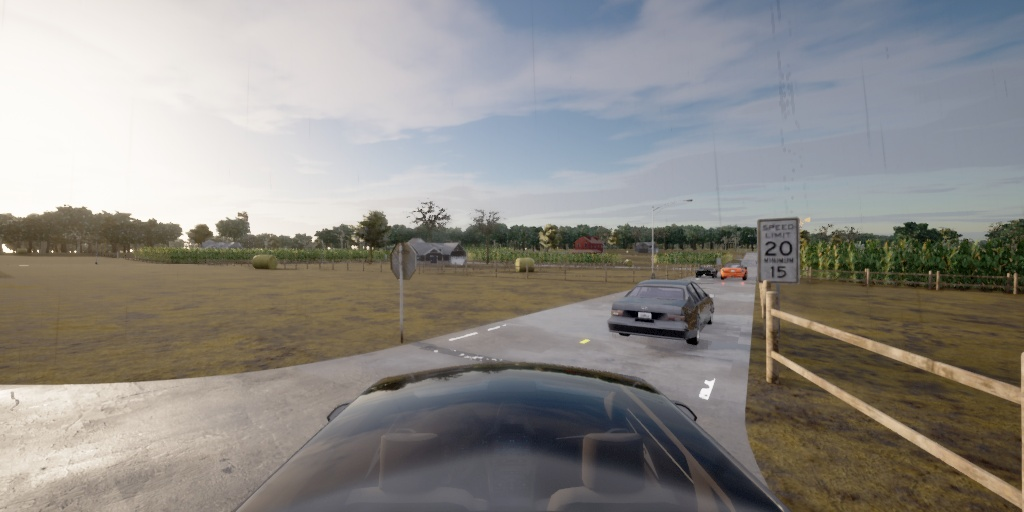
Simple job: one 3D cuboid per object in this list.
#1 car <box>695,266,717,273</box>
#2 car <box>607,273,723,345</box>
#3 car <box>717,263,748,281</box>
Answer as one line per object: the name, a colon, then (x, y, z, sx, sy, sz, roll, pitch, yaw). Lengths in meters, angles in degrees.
car: (21.912, 1.794, 40.374, 1.895, 1.301, 4.718, 0, -1, 34)
car: (4.280, 1.339, 9.802, 2.033, 1.411, 5.357, 0, 0, 34)
car: (22.291, 1.477, 35.966, 2.097, 1.767, 4.553, 0, -1, 35)
